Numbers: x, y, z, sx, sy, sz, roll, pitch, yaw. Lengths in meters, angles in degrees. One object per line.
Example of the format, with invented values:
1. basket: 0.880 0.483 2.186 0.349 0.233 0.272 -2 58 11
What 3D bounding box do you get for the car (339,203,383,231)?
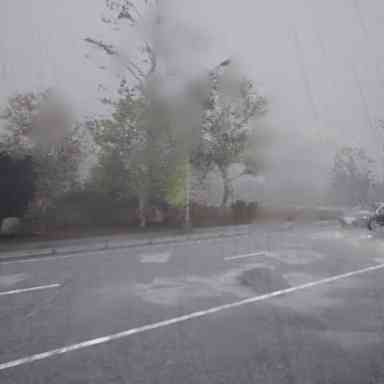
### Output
1. car: 10.757 1.415 19.857 4.902 1.511 2.128 0 0 -34
